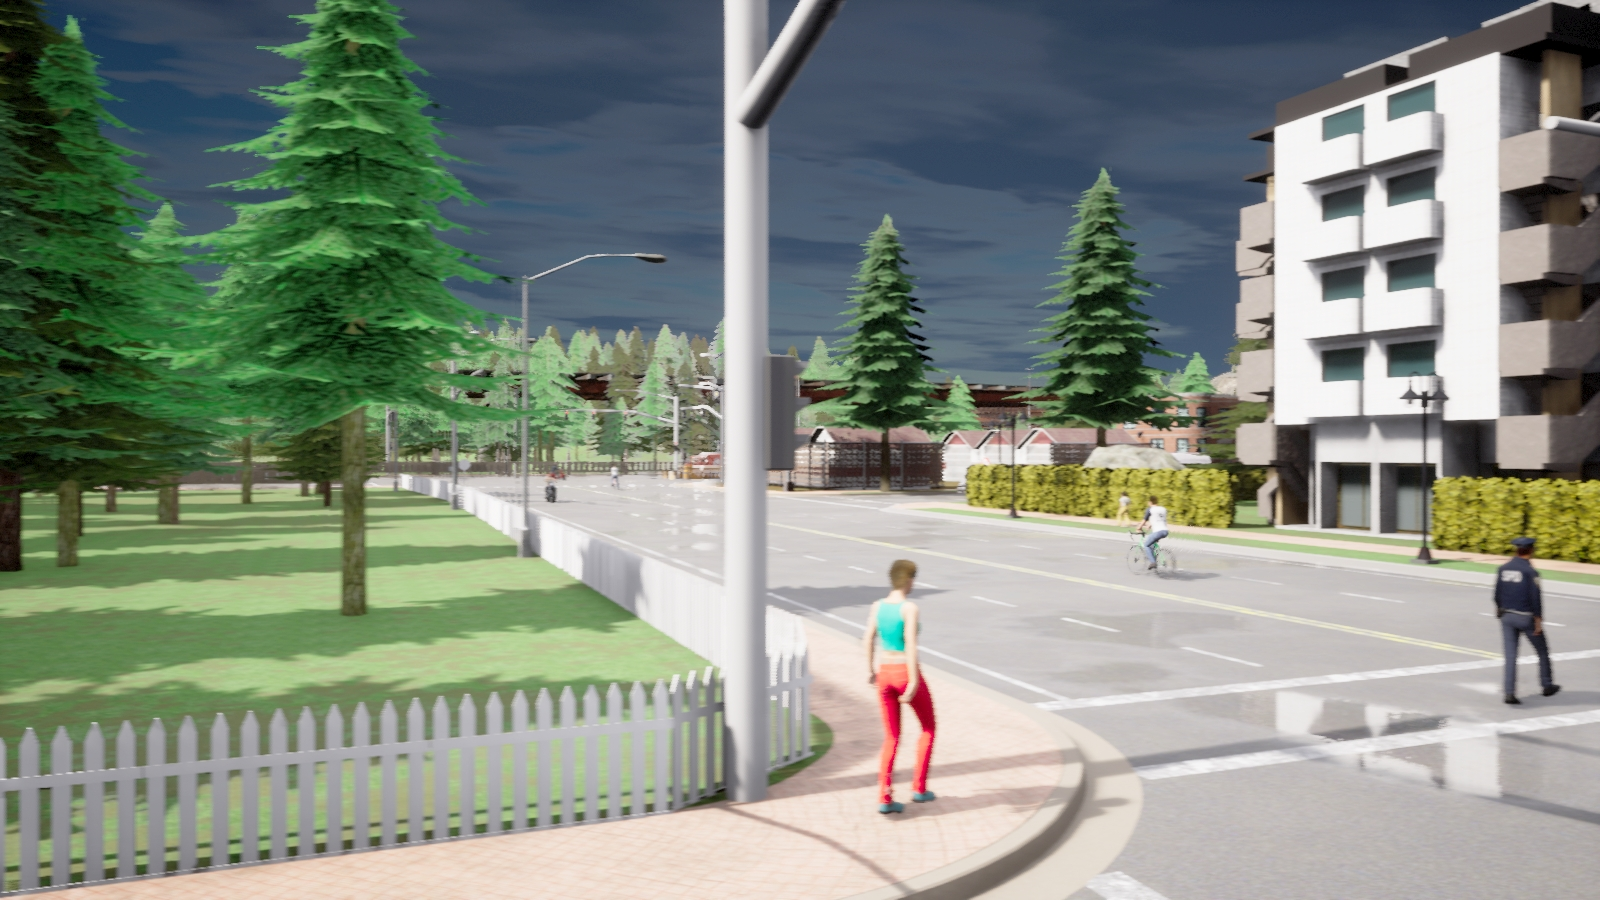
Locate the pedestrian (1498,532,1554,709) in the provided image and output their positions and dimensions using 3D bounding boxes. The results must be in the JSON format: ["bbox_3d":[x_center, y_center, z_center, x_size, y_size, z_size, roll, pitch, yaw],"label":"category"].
[{"bbox_3d":[7.924,1.845,12.481,0.375,1.860,0.375,0,0,-26],"label":"pedestrian"}]

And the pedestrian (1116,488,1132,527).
[{"bbox_3d":[11.073,1.966,39.053,0.375,1.300,0.375,0,0,-19],"label":"pedestrian"}]

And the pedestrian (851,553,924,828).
[{"bbox_3d":[0.630,1.694,8.200,0.375,1.860,0.375,0,0,40],"label":"pedestrian"}]
